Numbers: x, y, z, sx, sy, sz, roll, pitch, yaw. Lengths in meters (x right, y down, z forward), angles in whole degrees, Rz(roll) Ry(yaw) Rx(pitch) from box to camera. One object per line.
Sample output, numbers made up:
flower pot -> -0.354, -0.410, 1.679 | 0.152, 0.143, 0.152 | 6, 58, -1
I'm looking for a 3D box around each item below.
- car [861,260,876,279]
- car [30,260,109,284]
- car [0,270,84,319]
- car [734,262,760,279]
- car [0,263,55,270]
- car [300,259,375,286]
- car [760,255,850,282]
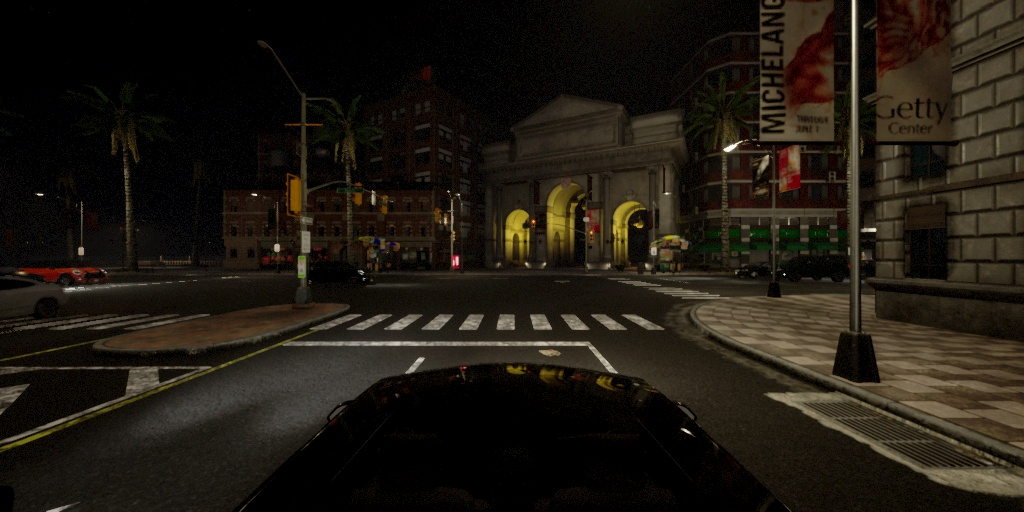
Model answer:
car -> 31.291, 1.101, 31.558 | 4.553, 1.767, 2.097 | 0, 0, 2
car -> -31.086, 1.101, 24.888 | 4.553, 1.767, 2.097 | 0, 0, 0
car -> -15.347, 1.275, 9.931 | 1.812, 1.442, 4.674 | 1, 0, -10
car -> 22.314, 1.241, 31.724 | 4.902, 1.511, 2.128 | 0, 0, 0
car -> -30.628, 1.313, 21.327 | 4.181, 1.385, 1.994 | 0, 0, 2
car -> -11.952, 1.101, 24.765 | 4.553, 1.767, 2.097 | 0, 0, 0
car -> 23.289, 0.971, 28.228 | 5.566, 2.045, 2.150 | 0, 0, 0
